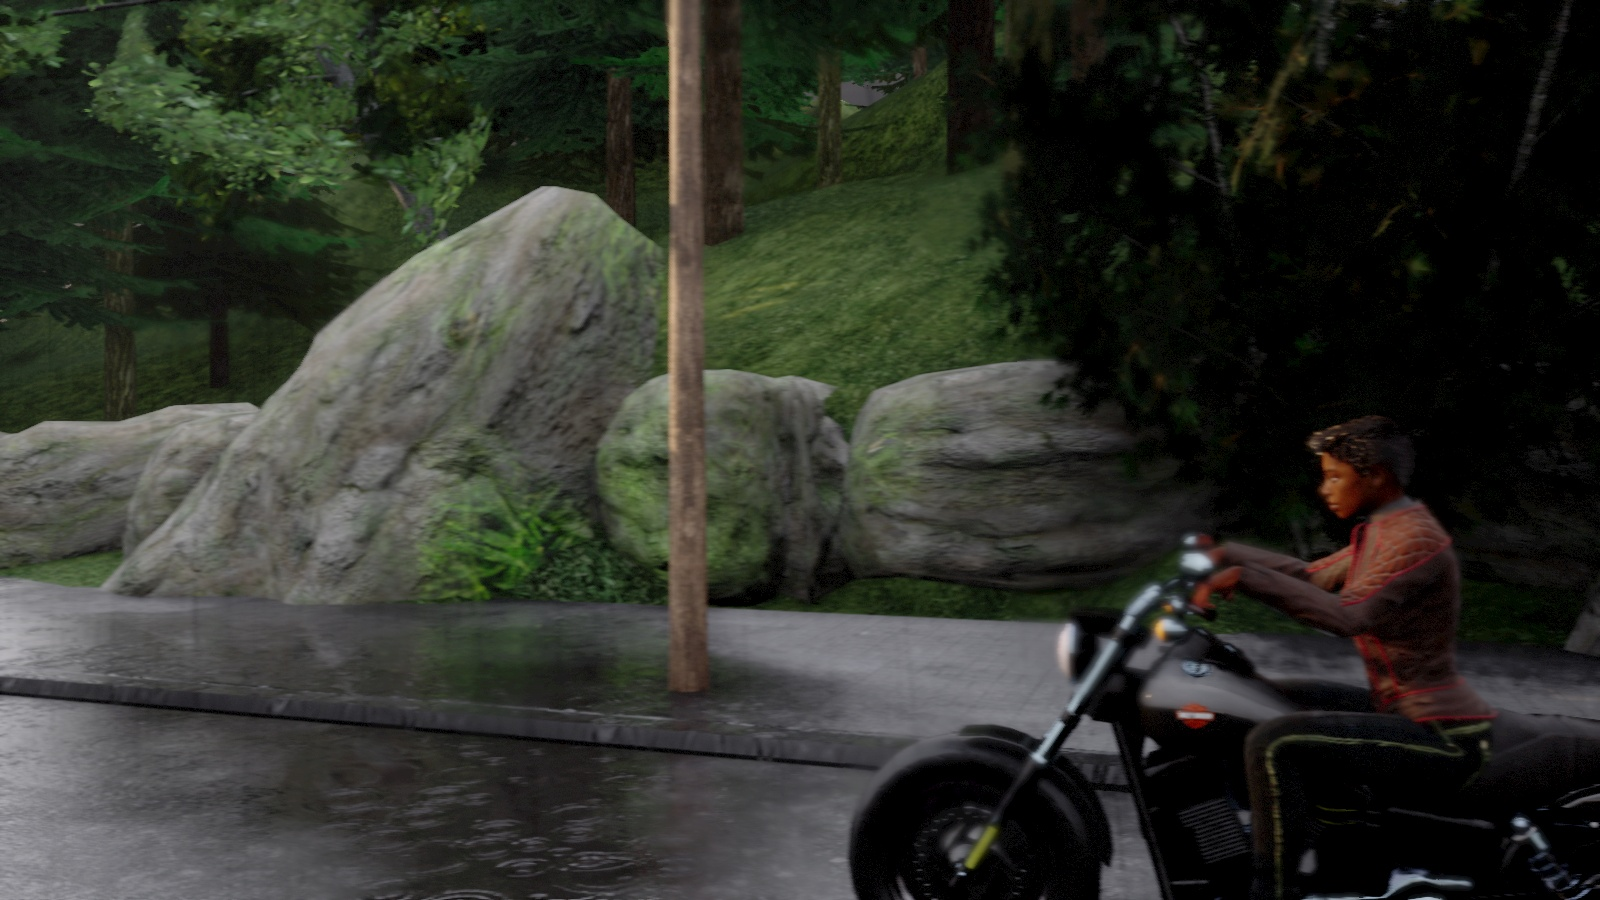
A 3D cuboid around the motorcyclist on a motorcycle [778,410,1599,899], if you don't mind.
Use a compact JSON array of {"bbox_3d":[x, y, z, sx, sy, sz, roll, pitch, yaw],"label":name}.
[{"bbox_3d":[1.178,0.728,3.322,2.350,1.649,0.766,0,1,19],"label":"motorcyclist on a motorcycle"}]
